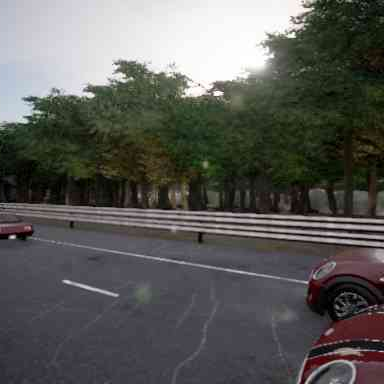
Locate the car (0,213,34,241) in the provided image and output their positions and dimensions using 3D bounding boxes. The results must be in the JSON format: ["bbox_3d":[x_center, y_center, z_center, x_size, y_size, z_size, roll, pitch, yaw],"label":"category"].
[{"bbox_3d":[-9.355,1.617,15.467,4.718,1.301,1.895,0,0,38],"label":"car"}]

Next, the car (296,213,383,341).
[{"bbox_3d":[4.267,1.358,5.294,4.553,1.767,2.097,0,0,35],"label":"car"}]

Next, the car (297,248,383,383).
[{"bbox_3d":[2.957,1.353,1.933,4.553,1.767,2.097,0,0,35],"label":"car"}]
